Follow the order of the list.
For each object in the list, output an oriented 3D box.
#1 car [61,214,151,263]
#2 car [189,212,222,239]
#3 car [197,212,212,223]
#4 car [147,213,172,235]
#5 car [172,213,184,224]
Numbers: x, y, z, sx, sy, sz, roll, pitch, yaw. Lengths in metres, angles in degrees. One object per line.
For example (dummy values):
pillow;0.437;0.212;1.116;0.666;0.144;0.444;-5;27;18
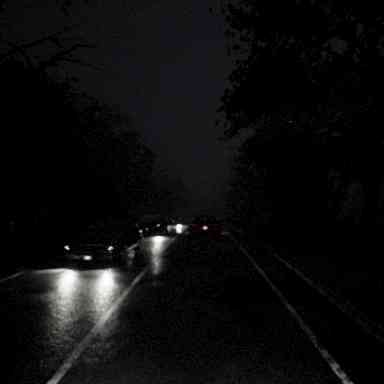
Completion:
car;-3.166;1.755;13.016;2.033;1.411;5.357;0;-2;2
car;0.833;2.163;21.217;1.994;1.385;4.181;0;-3;2
car;1.750;3.446;45.553;1.994;1.385;4.181;0;-3;3
car;-2.781;2.229;23.622;1.812;1.442;4.674;0;-3;3
car;-2.081;3.192;40.507;1.895;1.301;4.718;0;-3;2
